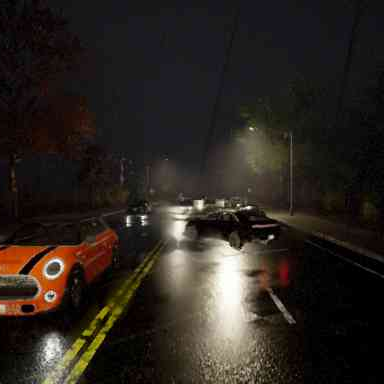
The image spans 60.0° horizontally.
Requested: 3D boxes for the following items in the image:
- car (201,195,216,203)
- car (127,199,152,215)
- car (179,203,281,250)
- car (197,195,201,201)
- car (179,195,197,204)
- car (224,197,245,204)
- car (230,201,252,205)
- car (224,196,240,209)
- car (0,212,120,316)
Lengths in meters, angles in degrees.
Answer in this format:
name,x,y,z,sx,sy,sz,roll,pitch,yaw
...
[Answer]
name,x,y,z,sx,sy,sz,roll,pitch,yaw
car,3.056,1.496,56.833,1.895,1.301,4.718,0,0,6
car,-5.315,1.460,34.128,1.837,1.490,4.892,0,0,4
car,1.596,1.479,14.534,2.128,1.511,4.902,0,0,-35
car,1.881,1.392,78.406,2.033,1.411,5.357,0,-1,-42
car,-0.829,1.478,50.624,1.994,1.385,4.181,0,0,5
car,4.510,1.305,33.690,2.097,1.767,4.553,0,0,4
car,3.926,1.538,22.811,1.994,1.385,4.181,0,0,3
car,5.268,1.403,44.619,1.882,1.535,5.008,0,0,4
car,-3.181,1.346,7.766,2.097,1.767,4.553,0,0,1
